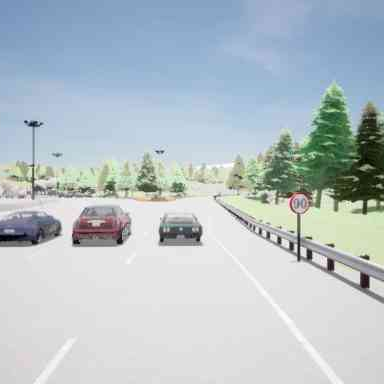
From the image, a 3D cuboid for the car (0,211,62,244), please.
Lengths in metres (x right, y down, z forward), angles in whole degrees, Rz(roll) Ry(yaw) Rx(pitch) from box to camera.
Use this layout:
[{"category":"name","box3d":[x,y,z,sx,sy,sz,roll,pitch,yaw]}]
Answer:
[{"category":"car","box3d":[-7.615,1.569,15.620,1.994,1.385,4.181,0,0,-4]}]

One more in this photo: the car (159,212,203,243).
[{"category":"car","box3d":[-0.638,1.613,16.189,1.895,1.301,4.718,0,0,-4]}]

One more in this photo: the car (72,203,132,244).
[{"category":"car","box3d":[-4.123,1.363,15.860,2.097,1.767,4.553,0,0,-4]}]
